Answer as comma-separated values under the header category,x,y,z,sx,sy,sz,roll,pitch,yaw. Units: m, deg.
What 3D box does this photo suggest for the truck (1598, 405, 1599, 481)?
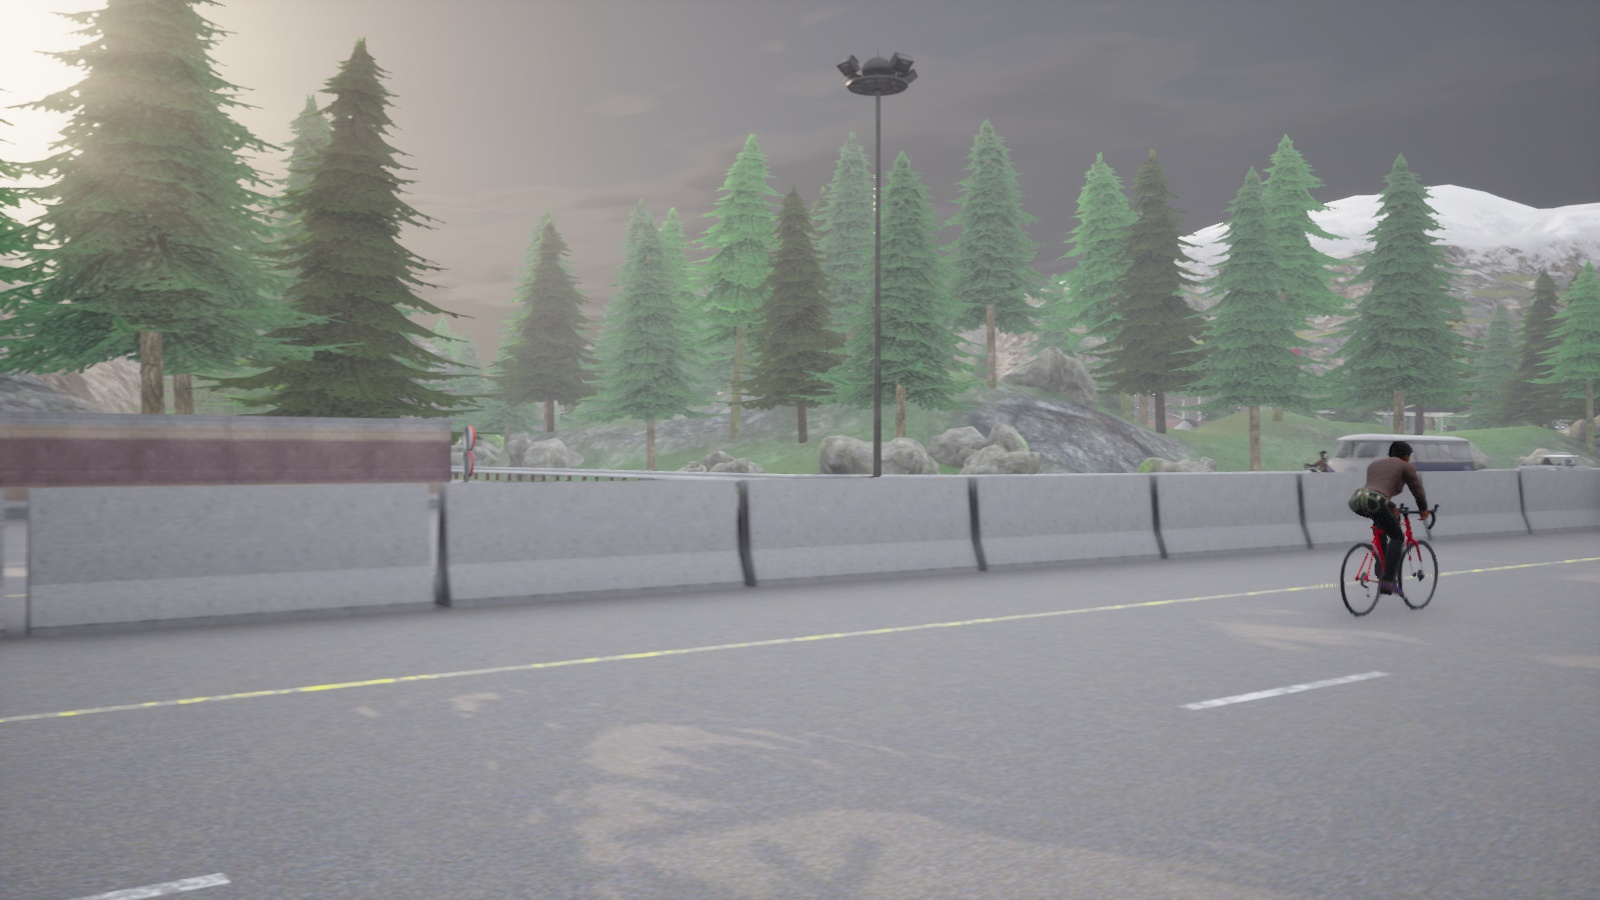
category,x,y,z,sx,sy,sz,roll,pitch,yaw
truck,44.343,-0.358,64.228,8.468,3.827,2.891,0,0,-35

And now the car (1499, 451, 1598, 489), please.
category,x,y,z,sx,sy,sz,roll,pitch,yaw
car,29.732,0.768,49.865,3.806,1.475,1.970,0,0,-35

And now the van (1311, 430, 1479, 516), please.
category,x,y,z,sx,sy,sz,roll,pitch,yaw
van,14.697,0.543,30.938,4.442,1.987,1.775,0,0,-35

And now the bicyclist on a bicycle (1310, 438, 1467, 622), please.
category,x,y,z,sx,sy,sz,roll,pitch,yaw
bicyclist on a bicycle,5.536,0.715,11.775,1.656,1.620,0.582,0,0,-35
